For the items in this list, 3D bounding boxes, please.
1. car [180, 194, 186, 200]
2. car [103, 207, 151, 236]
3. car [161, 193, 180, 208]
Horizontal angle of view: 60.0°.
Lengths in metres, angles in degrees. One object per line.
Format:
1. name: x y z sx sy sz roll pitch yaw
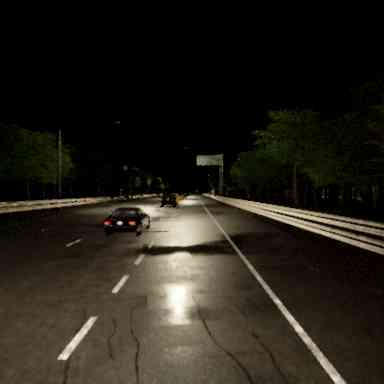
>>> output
1. car: -3.112 1.463 86.345 1.882 1.535 5.008 0 0 0
2. car: -3.483 1.552 18.542 2.033 1.411 5.357 0 0 0
3. car: -3.372 1.233 49.202 2.150 2.045 5.566 0 0 0
